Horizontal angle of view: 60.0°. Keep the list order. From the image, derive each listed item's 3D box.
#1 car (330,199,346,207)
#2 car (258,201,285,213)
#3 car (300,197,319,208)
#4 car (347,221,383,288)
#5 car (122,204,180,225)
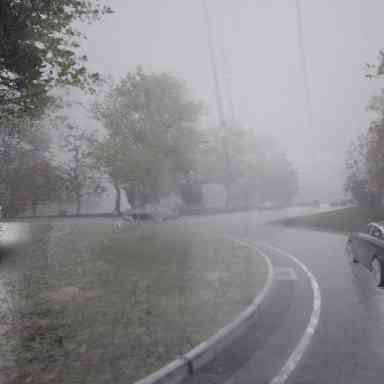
[{"bbox_3d":[25.352,1.873,57.370,2.033,1.411,5.357,-1,-1,36],"label":"car"},{"bbox_3d":[10.325,1.836,42.758,2.033,1.411,5.357,-1,-1,36],"label":"car"},{"bbox_3d":[19.749,1.695,55.775,2.097,1.767,4.553,-1,-1,36],"label":"car"},{"bbox_3d":[5.644,1.538,9.139,2.128,1.511,4.902,0,0,14],"label":"car"},{"bbox_3d":[-3.308,1.722,26.488,4.902,1.511,2.128,-1,-1,28],"label":"car"}]
